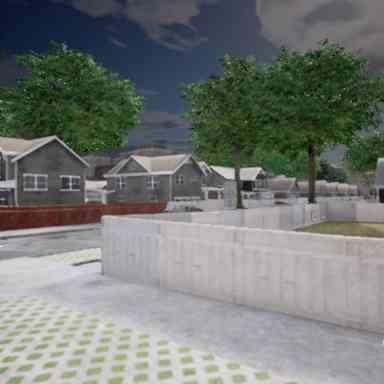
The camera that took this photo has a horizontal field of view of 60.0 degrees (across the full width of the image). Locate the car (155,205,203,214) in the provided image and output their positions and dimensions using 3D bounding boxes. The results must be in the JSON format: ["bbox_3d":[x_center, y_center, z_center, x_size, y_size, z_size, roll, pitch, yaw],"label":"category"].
[{"bbox_3d":[-0.988,1.760,26.370,2.128,1.511,4.902,-1,-1,35],"label":"car"}]

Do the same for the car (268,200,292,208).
[{"bbox_3d":[11.711,1.885,44.095,1.882,1.535,5.008,-1,-1,36],"label":"car"}]
